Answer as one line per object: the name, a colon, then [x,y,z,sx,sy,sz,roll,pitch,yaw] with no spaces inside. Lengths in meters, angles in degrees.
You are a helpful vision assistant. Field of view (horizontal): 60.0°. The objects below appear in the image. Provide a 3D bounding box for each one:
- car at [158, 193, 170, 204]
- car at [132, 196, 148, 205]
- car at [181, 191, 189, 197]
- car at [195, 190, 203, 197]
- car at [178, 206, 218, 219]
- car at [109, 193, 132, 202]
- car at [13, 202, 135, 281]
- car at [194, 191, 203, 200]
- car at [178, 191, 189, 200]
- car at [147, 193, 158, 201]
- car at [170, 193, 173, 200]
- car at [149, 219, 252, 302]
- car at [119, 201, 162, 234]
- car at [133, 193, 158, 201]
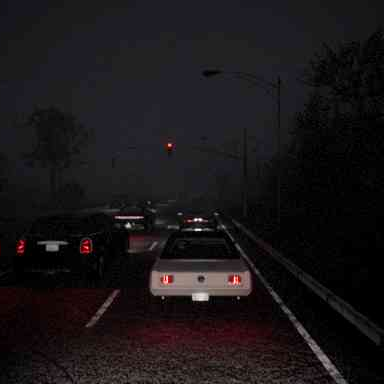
car: [-5.863,1.214,62.055,2.150,2.045,5.566,0,0,2]
car: [-9.410,1.490,60.466,2.128,1.511,4.902,0,0,2]
car: [-1.751,0.408,86.449,1.895,1.301,4.718,0,3,1]
car: [1.747,0.367,86.338,1.994,1.385,4.181,0,3,1]
car: [0.319,1.504,17.464,1.837,1.490,4.892,0,0,1]
car: [-9.765,1.219,45.816,2.150,2.045,5.566,0,0,1]
car: [-3.295,1.352,10.042,2.097,1.767,4.553,0,0,1]
car: [1.512,1.037,75.921,2.128,1.511,4.902,0,3,1]
car: [-1.987,0.735,76.015,2.150,2.045,5.566,0,3,1]
car: [-8.994,1.064,75.761,1.812,1.442,4.674,0,3,1]
car: [-5.451,0.906,77.655,1.882,1.535,5.008,0,3,1]
car: [0.178,1.601,8.211,1.895,1.301,4.718,0,0,0]
car: [-3.187,1.491,19.053,2.128,1.511,4.902,0,0,0]
car: [-6.277,1.351,45.315,2.097,1.767,4.553,0,0,1]
